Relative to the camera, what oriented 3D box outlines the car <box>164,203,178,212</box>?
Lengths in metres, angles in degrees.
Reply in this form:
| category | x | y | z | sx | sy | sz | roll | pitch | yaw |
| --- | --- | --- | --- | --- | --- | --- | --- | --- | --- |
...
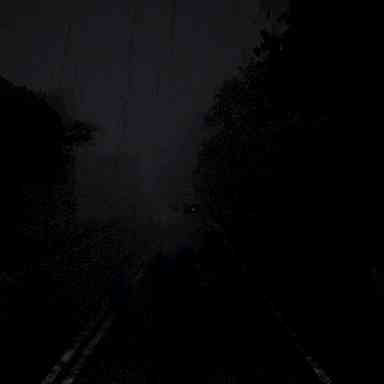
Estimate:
| category | x | y | z | sx | sy | sz | roll | pitch | yaw |
| --- | --- | --- | --- | --- | --- | --- | --- | --- | --- |
| car | -3.159 | 2.283 | 50.591 | 1.895 | 1.301 | 4.718 | 0 | -1 | 1 |

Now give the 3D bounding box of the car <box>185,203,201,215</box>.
| category | x | y | z | sx | sy | sz | roll | pitch | yaw |
| --- | --- | --- | --- | --- | --- | --- | --- | --- | --- |
| car | 0.146 | 2.102 | 41.904 | 1.994 | 1.385 | 4.181 | 0 | -1 | 0 |
